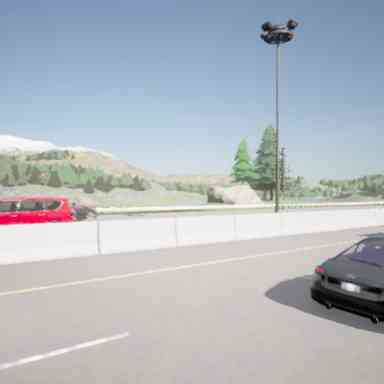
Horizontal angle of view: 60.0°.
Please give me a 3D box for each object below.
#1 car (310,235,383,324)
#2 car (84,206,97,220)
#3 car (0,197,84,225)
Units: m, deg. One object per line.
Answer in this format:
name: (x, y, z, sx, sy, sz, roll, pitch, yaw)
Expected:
car: (4.345, 1.610, 6.848, 4.181, 1.385, 1.994, 0, 0, -35)
car: (-9.863, 1.657, 26.928, 4.181, 1.385, 1.994, 0, 0, -35)
car: (-8.215, 1.236, 15.269, 5.566, 2.045, 2.150, 1, 0, -35)
